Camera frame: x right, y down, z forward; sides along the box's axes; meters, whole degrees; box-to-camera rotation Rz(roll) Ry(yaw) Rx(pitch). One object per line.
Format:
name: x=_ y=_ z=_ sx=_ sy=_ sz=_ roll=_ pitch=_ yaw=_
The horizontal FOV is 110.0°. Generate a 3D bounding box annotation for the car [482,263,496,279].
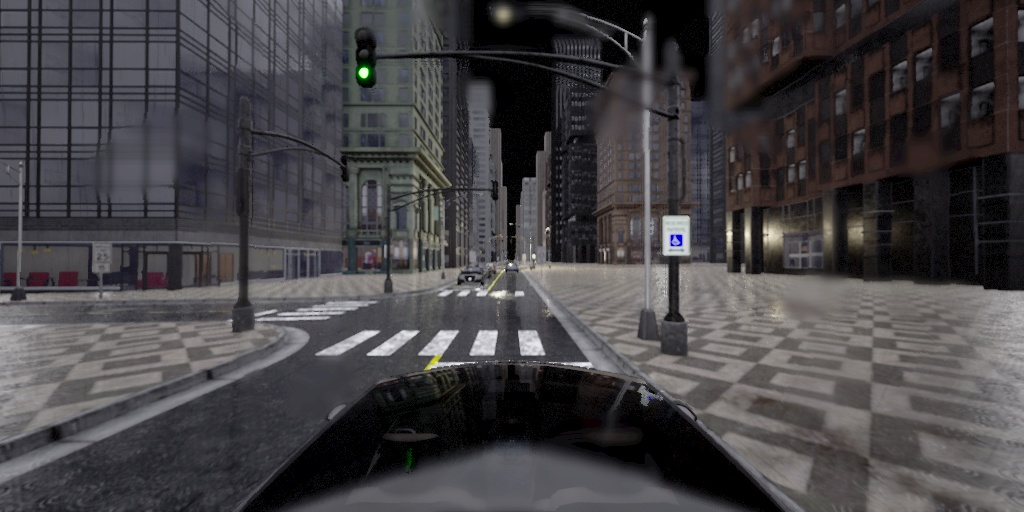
car: x=-3.100 y=1.534 z=37.234 sx=2.128 sy=1.511 sz=4.902 roll=0 pitch=0 yaw=0

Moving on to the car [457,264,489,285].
car: x=-3.107 y=1.531 z=28.263 sx=1.994 sy=1.385 sz=4.181 roll=0 pitch=0 yaw=0

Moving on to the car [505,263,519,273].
car: x=-0.008 y=1.741 z=52.674 sx=1.994 sy=1.385 sz=4.181 roll=0 pitch=-1 yaw=0
